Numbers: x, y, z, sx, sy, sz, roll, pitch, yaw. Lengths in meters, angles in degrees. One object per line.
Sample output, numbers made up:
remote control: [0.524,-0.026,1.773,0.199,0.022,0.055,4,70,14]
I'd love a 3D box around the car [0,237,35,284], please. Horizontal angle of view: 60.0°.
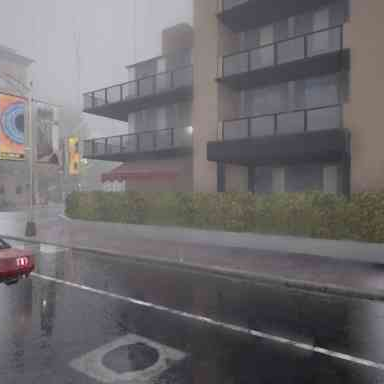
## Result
car: [-6.009,1.601,8.266,4.718,1.301,1.895,0,0,35]
